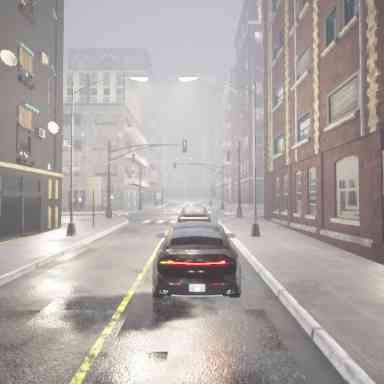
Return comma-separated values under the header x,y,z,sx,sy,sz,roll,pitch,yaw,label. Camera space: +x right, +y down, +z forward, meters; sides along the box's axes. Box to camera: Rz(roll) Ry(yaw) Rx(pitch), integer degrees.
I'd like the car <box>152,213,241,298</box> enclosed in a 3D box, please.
x,y,z,sx,sy,sz,roll,pitch,yaw,label
0.106,1.511,8.521,1.837,1.490,4.892,0,0,0,car

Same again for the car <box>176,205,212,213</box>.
x,y,z,sx,sy,sz,roll,pitch,yaw,label
0.130,1.511,18.913,2.128,1.511,4.902,0,0,0,car
